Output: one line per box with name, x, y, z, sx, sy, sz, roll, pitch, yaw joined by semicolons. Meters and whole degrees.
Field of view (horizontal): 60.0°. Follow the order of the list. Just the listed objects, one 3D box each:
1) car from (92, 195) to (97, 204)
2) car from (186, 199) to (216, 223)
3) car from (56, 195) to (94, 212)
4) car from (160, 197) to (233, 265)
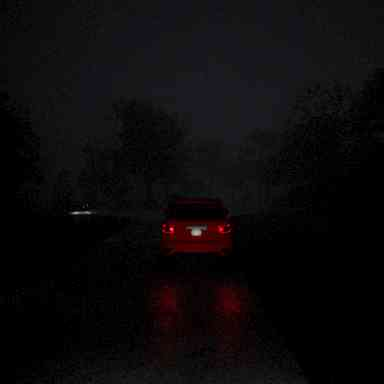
car;-17.969;1.216;55.213;2.097;1.767;4.553;0;0;29
car;0.824;1.415;26.250;1.882;1.535;5.008;0;0;7
car;-13.758;1.413;38.179;4.892;1.490;1.837;-1;0;40
car;0.151;1.193;11.774;2.150;2.045;5.566;0;0;1
